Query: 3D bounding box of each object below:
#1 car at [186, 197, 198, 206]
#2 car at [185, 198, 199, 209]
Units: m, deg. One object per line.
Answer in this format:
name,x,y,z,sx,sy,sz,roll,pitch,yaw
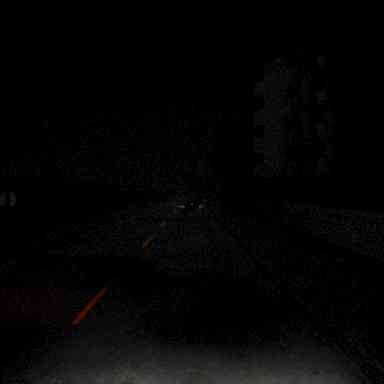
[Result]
car,-0.023,1.594,56.210,1.895,1.301,4.718,0,0,0
car,-0.019,1.558,46.176,1.994,1.385,4.181,0,0,0
